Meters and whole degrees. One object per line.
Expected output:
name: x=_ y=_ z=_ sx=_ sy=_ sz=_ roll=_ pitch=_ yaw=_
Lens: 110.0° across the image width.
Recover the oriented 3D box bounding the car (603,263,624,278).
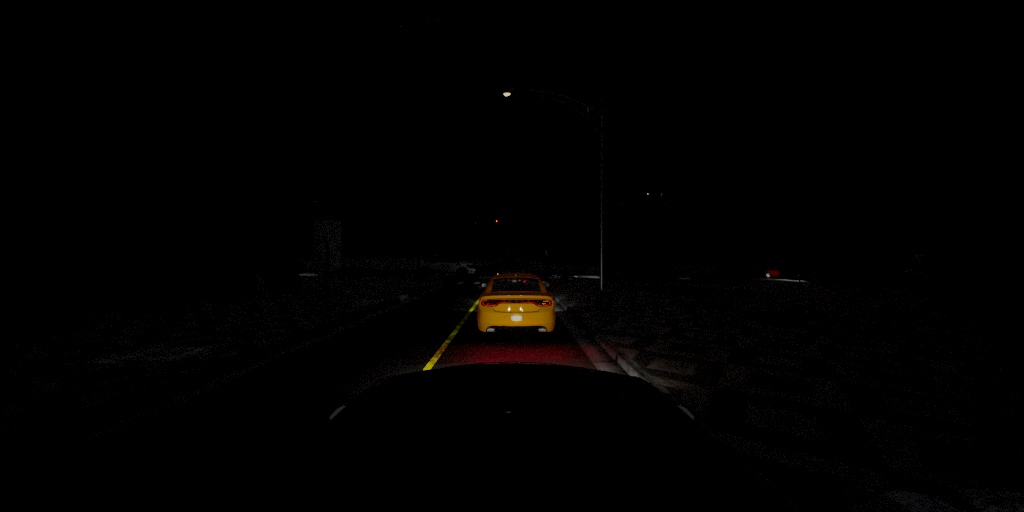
car: x=11.899 y=1.454 z=36.843 sx=4.892 sy=1.490 sz=1.837 roll=1 pitch=0 yaw=0

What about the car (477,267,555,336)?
car: x=0.103 y=1.227 z=10.430 sx=1.882 sy=1.535 sz=5.008 roll=0 pitch=0 yaw=0

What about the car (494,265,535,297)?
car: x=0.110 y=1.296 z=20.257 sx=2.033 sy=1.411 sz=5.357 roll=0 pitch=0 yaw=0

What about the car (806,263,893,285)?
car: x=29.070 y=1.538 z=30.974 sx=5.009 sy=1.841 sz=2.192 roll=0 pitch=0 yaw=0

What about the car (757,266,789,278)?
car: x=29.083 y=1.763 z=39.499 sx=4.507 sy=1.381 sz=1.888 roll=0 pitch=0 yaw=0

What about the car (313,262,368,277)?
car: x=-14.767 y=1.115 z=30.905 sx=4.403 sy=1.370 sz=2.007 roll=0 pitch=0 yaw=0

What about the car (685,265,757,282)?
car: x=17.953 y=1.568 z=30.981 sx=4.829 sy=1.417 sz=1.751 roll=0 pitch=0 yaw=0

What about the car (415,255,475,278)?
car: x=-6.260 y=0.929 z=33.655 sx=5.566 sy=2.045 sz=2.150 roll=1 pitch=0 yaw=0

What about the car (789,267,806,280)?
car: x=31.882 y=1.770 z=36.821 sx=4.892 sy=1.490 sz=1.837 roll=1 pitch=0 yaw=0

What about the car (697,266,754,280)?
car: x=21.817 y=1.704 z=36.836 sx=4.718 sy=1.301 sz=1.895 roll=1 pitch=0 yaw=0

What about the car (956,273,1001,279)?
car: x=40.364 y=1.993 z=30.967 sx=4.207 sy=1.307 sz=1.802 roll=0 pitch=0 yaw=0

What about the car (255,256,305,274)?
car: x=-22.051 y=0.813 z=33.668 sx=4.553 sy=1.767 sz=2.097 roll=1 pitch=0 yaw=0

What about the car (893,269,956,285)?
car: x=34.714 y=1.861 z=30.970 sx=4.507 sy=1.381 sz=1.888 roll=0 pitch=0 yaw=0

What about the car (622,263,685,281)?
car: x=12.141 y=1.522 z=30.985 sx=4.313 sy=1.339 sz=1.948 roll=0 pitch=0 yaw=0
